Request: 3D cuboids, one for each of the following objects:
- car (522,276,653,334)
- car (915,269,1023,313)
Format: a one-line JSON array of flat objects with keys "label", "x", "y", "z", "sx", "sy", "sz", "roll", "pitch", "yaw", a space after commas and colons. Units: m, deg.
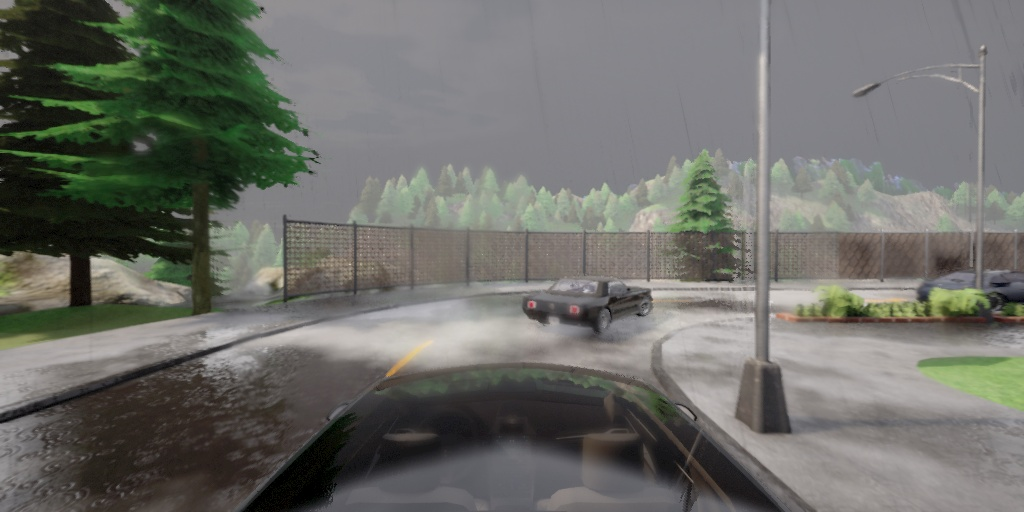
[{"label": "car", "x": 2.429, "y": 1.238, "z": 10.350, "sx": 1.895, "sy": 1.301, "sz": 4.718, "roll": 1, "pitch": 1, "yaw": 40}, {"label": "car", "x": 16.988, "y": 1.170, "z": 12.524, "sx": 4.181, "sy": 1.385, "sz": 1.994, "roll": 0, "pitch": 1, "yaw": 0}]
